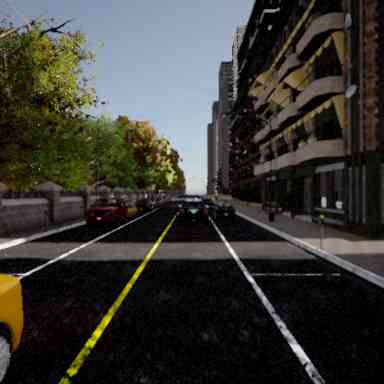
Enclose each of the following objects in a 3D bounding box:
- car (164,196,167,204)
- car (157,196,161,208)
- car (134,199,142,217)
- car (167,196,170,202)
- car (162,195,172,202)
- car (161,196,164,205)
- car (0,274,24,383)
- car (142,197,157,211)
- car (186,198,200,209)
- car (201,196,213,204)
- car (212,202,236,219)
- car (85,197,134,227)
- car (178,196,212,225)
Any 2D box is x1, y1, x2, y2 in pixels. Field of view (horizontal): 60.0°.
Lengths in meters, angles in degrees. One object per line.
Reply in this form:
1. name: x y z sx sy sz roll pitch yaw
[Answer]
1. car: -5.672 1.484 55.868 1.752 1.417 4.829 0 0 0
2. car: -5.674 1.403 44.961 1.967 1.590 4.097 0 0 0
3. car: -5.679 1.499 28.175 1.752 1.417 4.829 0 0 0
4. car: -5.670 1.397 61.577 1.967 1.590 4.097 0 0 0
5. car: -5.795 1.498 78.193 1.887 1.381 4.507 0 0 0
6. car: -5.673 1.542 50.500 1.802 1.307 4.206 0 0 0
7. car: -3.100 1.475 2.246 1.882 1.535 5.008 0 0 0
8. car: -5.677 1.532 39.422 1.947 1.339 4.313 0 0 0
9. car: 0.114 1.564 45.788 1.895 1.301 4.718 0 0 0
10. car: 2.710 1.508 61.577 2.008 1.369 4.403 0 0 0
11. car: 2.701 1.525 28.345 2.008 1.369 4.403 0 0 0
12. car: -5.680 1.293 22.806 2.192 1.841 5.009 0 0 0
13. car: 0.108 1.329 23.873 2.097 1.767 4.553 0 0 0
